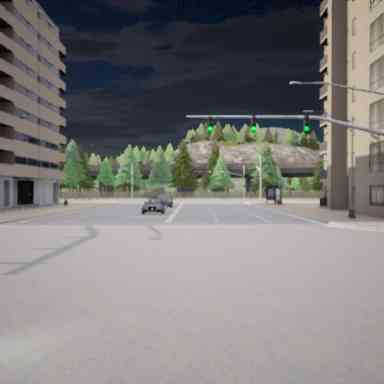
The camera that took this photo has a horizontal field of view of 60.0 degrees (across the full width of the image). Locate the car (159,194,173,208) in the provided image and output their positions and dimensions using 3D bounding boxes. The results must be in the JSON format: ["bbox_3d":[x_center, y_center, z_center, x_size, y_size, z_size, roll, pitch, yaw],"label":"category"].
[{"bbox_3d":[-3.427,1.012,41.303,2.097,1.767,4.553,0,0,-1],"label":"car"}]

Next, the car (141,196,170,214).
[{"bbox_3d":[-3.477,1.308,31.040,1.994,1.385,4.181,0,0,0],"label":"car"}]
